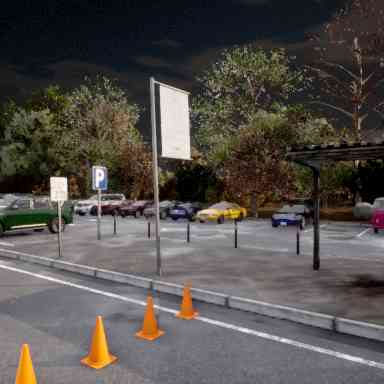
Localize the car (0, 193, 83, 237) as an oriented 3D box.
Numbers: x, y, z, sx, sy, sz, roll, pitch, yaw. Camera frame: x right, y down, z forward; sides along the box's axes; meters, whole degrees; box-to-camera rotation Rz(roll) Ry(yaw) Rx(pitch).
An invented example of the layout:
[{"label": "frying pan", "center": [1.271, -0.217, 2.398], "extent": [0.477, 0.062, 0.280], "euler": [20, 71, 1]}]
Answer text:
[{"label": "car", "center": [-8.957, 1.221, 17.317], "extent": [2.435, 2.045, 5.566], "euler": [0, 0, 35]}]

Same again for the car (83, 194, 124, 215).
[{"label": "car", "center": [-8.967, 1.212, 33.306], "extent": [2.435, 2.045, 5.566], "euler": [0, 0, 35]}]

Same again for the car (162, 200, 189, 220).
[{"label": "car", "center": [0.152, 1.504, 26.973], "extent": [2.163, 1.488, 4.792], "euler": [0, 0, 35]}]

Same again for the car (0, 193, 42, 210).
[{"label": "car", "center": [-22.599, 1.153, 42.880], "extent": [2.435, 2.045, 5.566], "euler": [0, 0, 35]}]

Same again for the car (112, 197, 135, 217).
[{"label": "car", "center": [-4.404, 1.469, 30.144], "extent": [2.097, 1.535, 5.008], "euler": [0, 0, 35]}]

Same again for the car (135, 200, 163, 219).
[{"label": "car", "center": [-2.132, 1.473, 28.549], "extent": [2.231, 1.521, 4.892], "euler": [0, 0, 35]}]

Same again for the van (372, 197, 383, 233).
[{"label": "van", "center": [11.560, 1.264, 19.069], "extent": [1.878, 1.987, 4.442], "euler": [0, 0, 35]}]

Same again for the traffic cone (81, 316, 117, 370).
[{"label": "traffic cone", "center": [-1.239, 1.957, 4.436], "extent": [0.340, 0.580, 0.340], "euler": [0, 0, 35]}]

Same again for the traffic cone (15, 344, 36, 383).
[{"label": "traffic cone", "center": [-1.814, 1.957, 3.619], "extent": [0.340, 0.580, 0.340], "euler": [0, 0, 35]}]

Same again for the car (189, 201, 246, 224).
[{"label": "car", "center": [2.300, 1.475, 25.202], "extent": [1.946, 1.575, 5.366], "euler": [0, 0, 35]}]

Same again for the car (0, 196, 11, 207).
[{"label": "car", "center": [-29.292, 1.332, 47.842], "extent": [1.946, 1.575, 5.366], "euler": [1, 0, 35]}]

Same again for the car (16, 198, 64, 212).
[{"label": "car", "center": [-18.053, 1.469, 39.686], "extent": [2.163, 1.488, 4.792], "euler": [0, 0, 35]}]

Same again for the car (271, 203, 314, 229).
[{"label": "car", "center": [6.934, 1.513, 22.140], "extent": [2.163, 1.488, 4.792], "euler": [0, 0, 35]}]

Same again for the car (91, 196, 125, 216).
[{"label": "car", "center": [-6.676, 1.466, 31.739], "extent": [2.097, 1.535, 5.008], "euler": [0, 0, 35]}]

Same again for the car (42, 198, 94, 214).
[{"label": "car", "center": [-13.497, 1.455, 36.516], "extent": [2.097, 1.535, 5.008], "euler": [0, 0, 35]}]

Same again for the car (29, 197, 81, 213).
[{"label": "car", "center": [-15.661, 1.444, 38.268], "extent": [1.946, 1.575, 5.366], "euler": [0, 0, 35]}]

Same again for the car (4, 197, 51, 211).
[{"label": "car", "center": [-20.297, 1.452, 41.333], "extent": [2.163, 1.488, 4.792], "euler": [0, 0, 35]}]

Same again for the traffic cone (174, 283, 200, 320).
[{"label": "traffic cone", "center": [-0.090, 1.957, 6.068], "extent": [0.340, 0.580, 0.340], "euler": [0, 0, 36]}]

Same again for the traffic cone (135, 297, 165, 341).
[{"label": "traffic cone", "center": [-0.665, 1.957, 5.252], "extent": [0.340, 0.580, 0.340], "euler": [0, 0, 35]}]

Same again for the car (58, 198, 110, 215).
[{"label": "car", "center": [-11.225, 1.461, 34.919], "extent": [2.231, 1.521, 4.892], "euler": [0, 0, 35]}]
